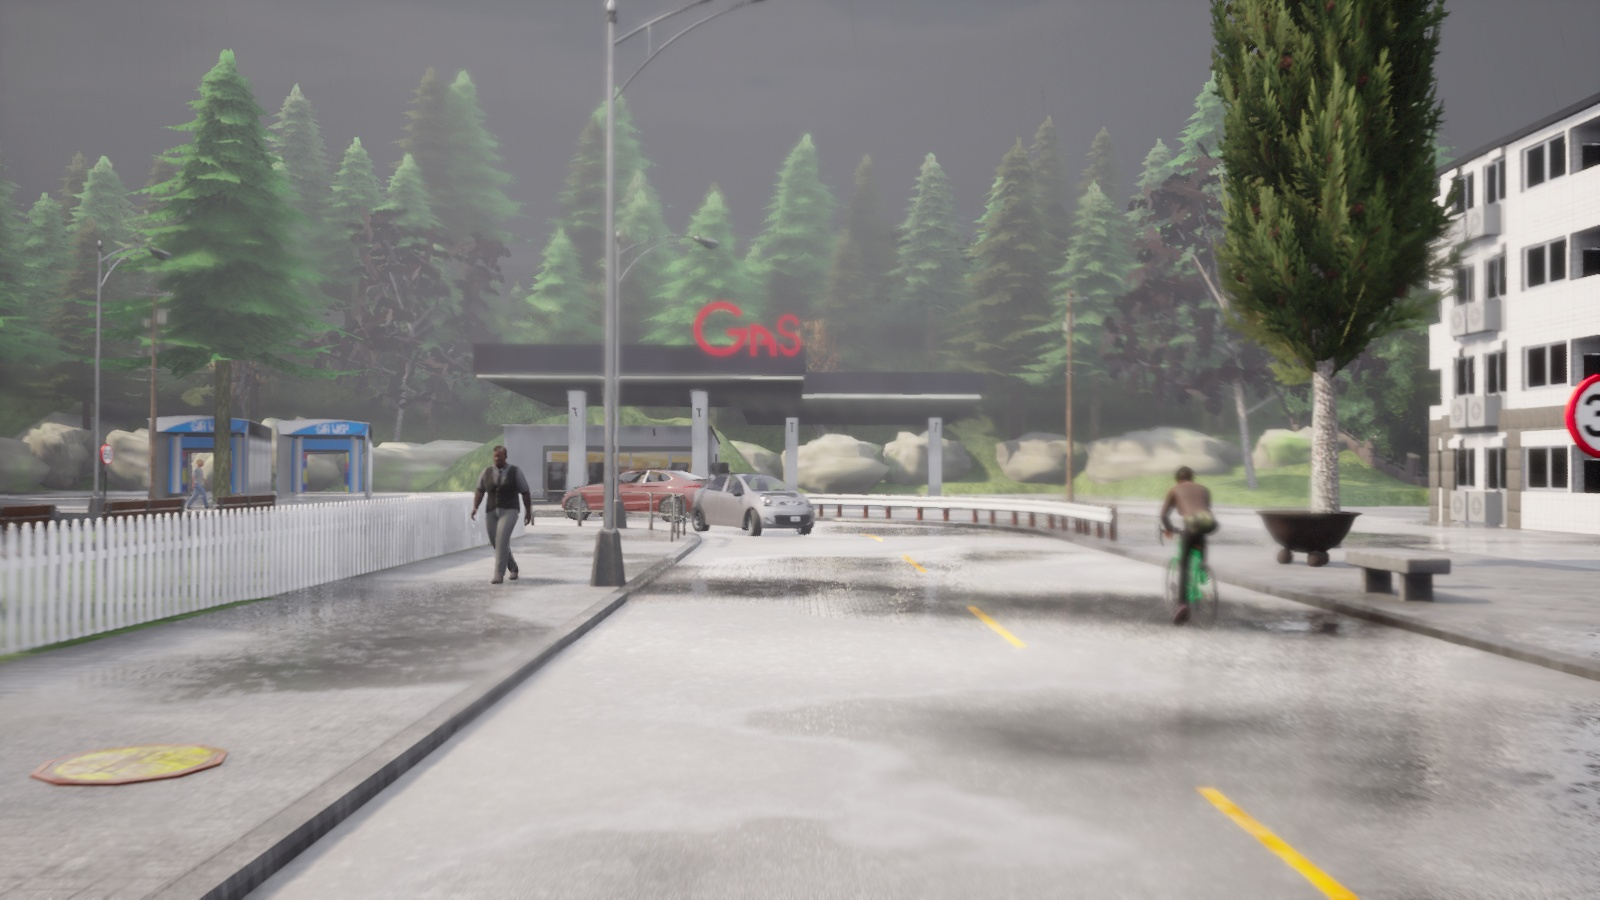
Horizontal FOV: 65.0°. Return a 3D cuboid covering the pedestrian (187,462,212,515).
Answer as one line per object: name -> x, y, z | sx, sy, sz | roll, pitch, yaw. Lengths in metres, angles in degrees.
pedestrian -> -21.141, 1.347, 44.197 | 0.706, 1.836, 0.354 | 0, -1, -8

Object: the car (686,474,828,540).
car -> -1.113, 1.350, 30.901 | 1.845, 1.501, 3.633 | 1, -1, -34

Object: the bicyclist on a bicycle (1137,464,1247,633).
bicyclist on a bicycle -> 3.987, 0.967, 12.888 | 0.582, 1.620, 1.656 | 0, -1, 0

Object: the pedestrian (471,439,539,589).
pedestrian -> -3.795, 0.810, 16.178 | 0.563, 1.883, 0.849 | 0, -1, 10

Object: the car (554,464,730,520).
car -> -4.900, 1.266, 38.990 | 5.027, 1.651, 2.152 | -1, -1, 22
